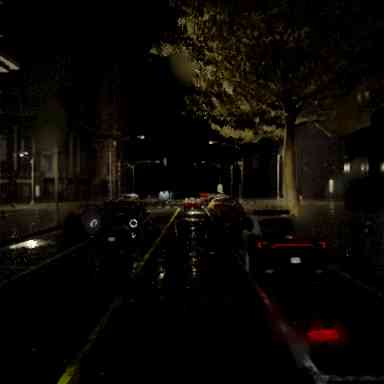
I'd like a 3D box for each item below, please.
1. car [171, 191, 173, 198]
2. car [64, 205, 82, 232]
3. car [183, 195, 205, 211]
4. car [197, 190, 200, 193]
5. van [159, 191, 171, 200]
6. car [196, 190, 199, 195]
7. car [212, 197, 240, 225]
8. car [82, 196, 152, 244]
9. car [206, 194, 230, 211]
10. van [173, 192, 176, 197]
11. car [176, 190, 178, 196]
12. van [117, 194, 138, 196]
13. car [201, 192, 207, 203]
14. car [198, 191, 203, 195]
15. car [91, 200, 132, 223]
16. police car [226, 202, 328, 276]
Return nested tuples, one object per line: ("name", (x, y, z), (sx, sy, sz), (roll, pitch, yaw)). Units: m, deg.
("car", (-5.763, 0.935, 73.207), (1.887, 1.381, 4.507), (0, 0, 0))
("car", (-5.761, 1.377, 18.873), (1.887, 1.381, 4.507), (0, 0, 0))
("car", (0.065, 1.295, 35.227), (1.895, 1.301, 4.718), (0, 0, 0))
("car", (2.792, 0.851, 84.237), (1.887, 1.381, 4.507), (0, 0, 0))
("van", (-5.765, 0.774, 67.681), (1.690, 1.788, 3.998), (0, 0, 0))
("car", (2.792, 0.789, 89.932), (1.752, 1.417, 4.829), (0, 0, 0))
("car", (2.766, 1.329, 24.515), (1.887, 1.381, 4.507), (0, 0, 0))
("car", (-3.096, 1.218, 15.055), (2.097, 1.767, 4.553), (0, 1, 0))
("car", (2.774, 1.219, 35.265), (1.752, 1.417, 4.829), (0, 0, 0))
("van", (-5.759, 0.647, 84.255), (1.690, 1.788, 3.998), (0, 0, 0))
("car", (-5.754, 0.805, 95.307), (1.802, 1.307, 4.206), (0, 0, 0))
("van", (-5.759, 1.081, 29.697), (1.690, 1.788, 3.998), (0, 0, 0))
("car", (4.164, 1.039, 45.503), (4.902, 1.511, 2.128), (-2, 2, -20))
("car", (2.792, 0.934, 73.187), (1.887, 1.381, 4.507), (0, 0, 0))
("car", (-5.759, 1.352, 24.286), (1.947, 1.339, 4.313), (0, 0, 0))
("police car", (2.369, 1.333, 10.186), (1.930, 1.638, 5.238), (0, 1, 0))
